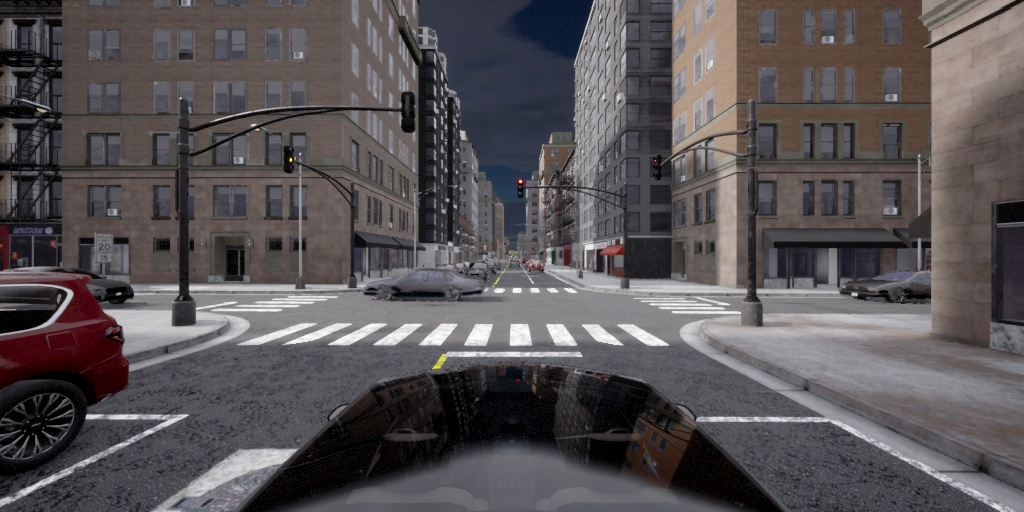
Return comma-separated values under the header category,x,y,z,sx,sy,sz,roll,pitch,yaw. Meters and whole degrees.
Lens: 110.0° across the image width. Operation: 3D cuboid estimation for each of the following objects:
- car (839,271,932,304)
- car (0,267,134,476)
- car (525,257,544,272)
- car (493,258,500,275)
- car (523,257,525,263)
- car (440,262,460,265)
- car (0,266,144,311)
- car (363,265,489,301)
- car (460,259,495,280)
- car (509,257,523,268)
category,x,y,z,sx,sy,sz,roll,pitch,yaw
car,18.385,1.384,16.438,5.357,1.411,2.033,0,0,0
car,-5.389,1.065,2.011,2.192,1.841,5.009,0,0,0
car,2.942,1.184,44.771,1.967,1.591,4.097,0,0,0
car,-2.589,1.251,38.876,1.837,1.490,4.892,0,0,0
car,3.390,1.090,58.423,2.097,1.767,4.553,0,0,0
car,-5.199,1.299,28.473,2.007,1.370,4.403,0,0,0
car,-17.432,1.185,13.694,4.892,1.490,1.837,0,0,0
car,-3.913,1.289,16.566,5.357,1.411,2.033,0,0,0
car,-2.662,1.253,28.502,1.837,1.490,4.892,0,0,0
car,0.531,1.226,62.564,2.128,1.511,4.902,0,0,1
